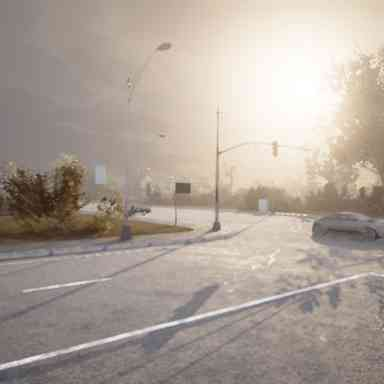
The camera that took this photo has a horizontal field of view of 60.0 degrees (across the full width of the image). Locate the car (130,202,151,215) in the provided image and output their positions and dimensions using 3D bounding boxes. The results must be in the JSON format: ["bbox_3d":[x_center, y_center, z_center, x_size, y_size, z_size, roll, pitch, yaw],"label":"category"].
[{"bbox_3d":[-6.597,1.758,36.972,2.033,1.411,5.357,1,-1,-39],"label":"car"}]

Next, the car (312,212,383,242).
[{"bbox_3d":[8.672,1.793,17.923,1.994,1.385,4.181,1,-1,-39],"label":"car"}]
